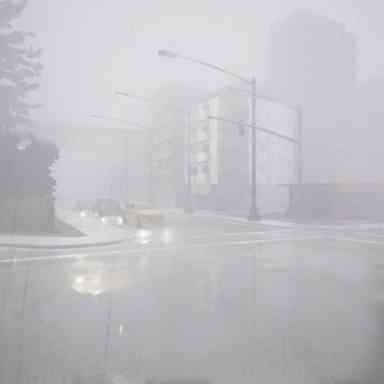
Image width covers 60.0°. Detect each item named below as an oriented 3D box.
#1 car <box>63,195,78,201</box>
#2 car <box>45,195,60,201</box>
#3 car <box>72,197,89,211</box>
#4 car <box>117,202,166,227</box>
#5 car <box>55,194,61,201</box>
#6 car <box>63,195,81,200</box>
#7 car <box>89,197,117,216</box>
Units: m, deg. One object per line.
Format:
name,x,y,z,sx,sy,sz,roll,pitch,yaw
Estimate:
car,-27.790,1.433,77.061,4.974,1.542,2.038,0,0,41
car,-31.602,1.278,75.410,1.853,1.218,4.536,0,0,-4
car,-13.238,1.590,41.445,1.895,1.301,4.718,0,0,-28
car,-3.470,1.469,23.264,1.882,1.535,5.008,0,0,-28
car,-31.598,1.436,75.358,2.038,1.542,4.974,0,0,-4
car,-27.829,1.275,77.096,4.536,1.218,1.853,0,0,41
car,-8.158,1.342,31.967,2.097,1.767,4.553,0,0,-28
